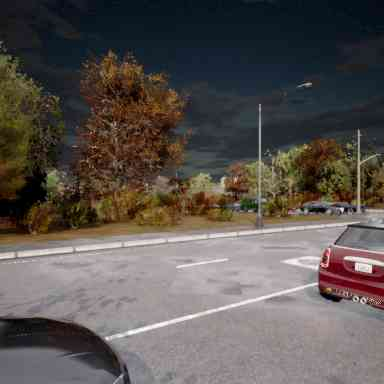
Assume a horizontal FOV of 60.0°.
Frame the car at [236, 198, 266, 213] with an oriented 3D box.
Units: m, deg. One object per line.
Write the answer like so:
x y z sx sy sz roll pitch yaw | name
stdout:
8.823 1.767 44.433 2.150 2.045 5.566 0 -3 -32 | car

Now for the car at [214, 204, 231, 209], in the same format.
3.626 2.635 52.773 1.895 1.301 4.718 0 -3 -32 | car

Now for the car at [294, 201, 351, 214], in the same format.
14.052 1.708 36.044 2.128 1.511 4.902 0 -1 -32 | car

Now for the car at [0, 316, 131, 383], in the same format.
-2.718 1.492 1.814 4.902 1.511 2.128 0 0 -35 | car

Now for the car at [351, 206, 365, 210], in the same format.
17.093 1.826 37.790 1.895 1.301 4.718 0 -1 -32 | car

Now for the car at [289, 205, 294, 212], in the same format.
12.107 2.009 45.779 1.882 1.535 5.008 0 -3 -32 | car

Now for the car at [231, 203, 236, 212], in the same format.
6.896 2.563 54.135 2.033 1.411 5.357 0 -3 -32 | car

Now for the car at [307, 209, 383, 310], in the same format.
4.773 1.362 7.098 4.553 1.767 2.097 0 0 -35 | car
